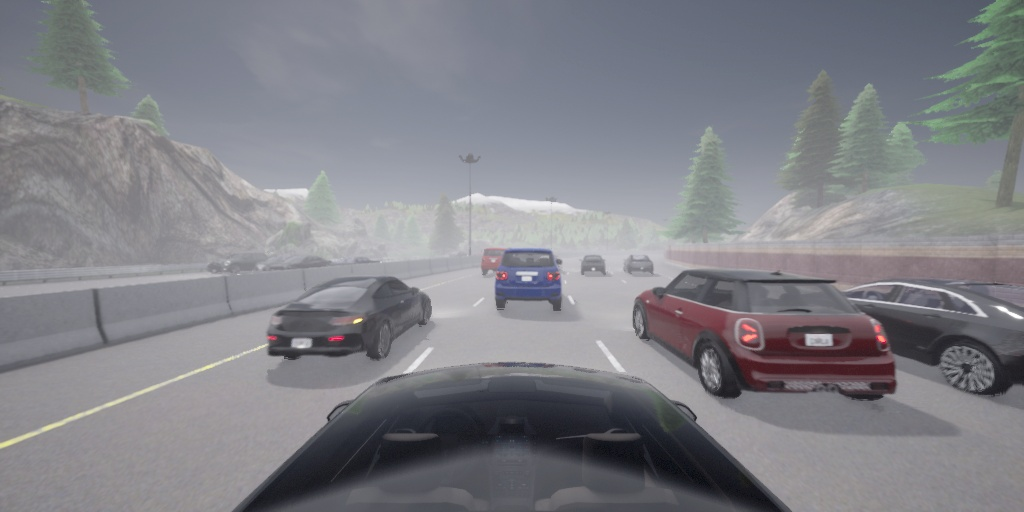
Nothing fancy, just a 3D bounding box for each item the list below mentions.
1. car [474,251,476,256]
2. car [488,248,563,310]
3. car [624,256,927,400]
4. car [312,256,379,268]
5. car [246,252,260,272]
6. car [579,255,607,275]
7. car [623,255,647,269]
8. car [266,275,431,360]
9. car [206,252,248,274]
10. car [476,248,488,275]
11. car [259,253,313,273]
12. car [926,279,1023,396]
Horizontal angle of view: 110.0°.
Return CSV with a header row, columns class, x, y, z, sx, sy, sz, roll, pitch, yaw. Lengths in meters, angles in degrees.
class,x,y,z,sx,sy,sz,roll,pitch,yaw
car,-4.071,-0.433,64.718,2.150,2.045,5.566,0,1,24
car,0.694,0.711,13.377,2.150,2.045,5.566,0,1,5
car,3.796,0.995,6.474,2.097,1.767,4.553,0,1,2
car,-11.914,0.736,26.783,2.033,1.411,5.357,0,1,9
car,-18.511,0.620,29.390,2.128,1.511,4.902,0,1,10
car,6.481,0.652,28.765,1.837,1.490,4.892,0,1,11
car,10.030,0.643,28.611,2.128,1.511,4.902,0,1,12
car,-3.177,1.137,7.871,1.812,1.442,4.674,0,1,2
car,-22.080,0.483,29.219,2.097,1.767,4.553,0,1,10
car,-0.817,0.384,28.023,2.150,2.045,5.566,0,1,11
car,-15.477,0.673,26.409,1.882,1.535,5.008,0,1,10
car,7.268,1.140,6.342,2.128,1.511,4.902,0,1,2
